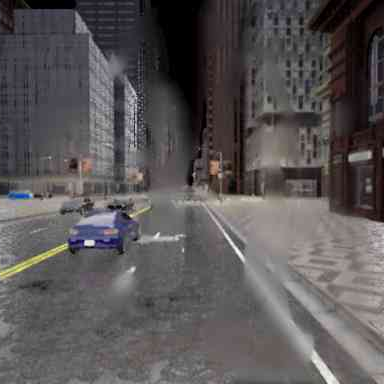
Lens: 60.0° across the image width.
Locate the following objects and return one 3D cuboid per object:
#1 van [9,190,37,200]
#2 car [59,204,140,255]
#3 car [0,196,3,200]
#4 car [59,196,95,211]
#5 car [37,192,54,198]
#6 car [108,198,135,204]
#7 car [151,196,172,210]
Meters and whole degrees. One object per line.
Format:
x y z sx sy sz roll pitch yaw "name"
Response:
-30.598 0.592 59.598 3.998 1.788 1.690 0 1 0 "van"
-3.159 1.376 12.539 1.812 1.442 4.674 0 0 0 "car"
-36.248 0.811 59.603 4.206 1.307 1.802 0 1 0 "car"
-9.819 1.165 28.774 1.837 1.490 4.892 0 0 0 "car"
-30.601 0.604 68.126 4.313 1.339 1.947 0 1 0 "car"
-6.553 1.234 30.455 1.895 1.301 4.718 0 1 0 "car"
-3.180 1.138 34.881 1.994 1.385 4.181 0 1 0 "car"
